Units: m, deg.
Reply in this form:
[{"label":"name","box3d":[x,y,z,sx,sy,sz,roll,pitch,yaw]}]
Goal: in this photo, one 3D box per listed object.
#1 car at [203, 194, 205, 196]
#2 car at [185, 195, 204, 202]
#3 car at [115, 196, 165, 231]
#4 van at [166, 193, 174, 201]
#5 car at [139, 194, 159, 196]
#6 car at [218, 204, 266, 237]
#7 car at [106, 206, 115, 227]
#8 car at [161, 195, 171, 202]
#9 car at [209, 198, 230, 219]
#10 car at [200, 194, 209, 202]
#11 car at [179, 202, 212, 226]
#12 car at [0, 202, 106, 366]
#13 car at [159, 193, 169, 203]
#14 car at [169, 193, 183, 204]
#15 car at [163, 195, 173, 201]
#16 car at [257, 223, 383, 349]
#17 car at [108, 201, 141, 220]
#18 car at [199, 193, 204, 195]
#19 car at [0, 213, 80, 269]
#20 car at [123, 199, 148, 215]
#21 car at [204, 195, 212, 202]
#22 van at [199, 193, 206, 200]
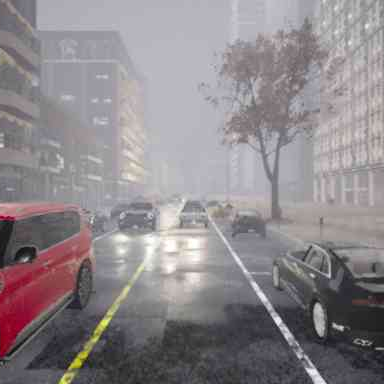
[{"label":"car","box3d":[2.720,1.483,50.752,2.008,1.369,4.403,1,0,0]},{"label":"car","box3d":[0.113,1.423,39.995,1.882,1.535,5.008,0,0,0]},{"label":"car","box3d":[-3.092,1.321,20.438,2.097,1.767,4.553,0,0,0]},{"label":"van","box3d":[-5.646,1.238,84.175,1.690,1.788,3.998,1,0,0]},{"label":"car","box3d":[-5.661,1.260,39.618,2.192,1.841,5.009,1,0,0]},{"label":"car","box3d":[2.707,1.525,17.335,2.008,1.369,4.403,1,0,0]},{"label":"car","box3d":[-5.673,1.525,17.340,2.008,1.369,4.403,1,0,0]},{"label":"car","box3d":[-5.653,1.473,73.036,1.947,1.339,4.313,1,0,0]},{"label":"car","box3d":[2.712,1.485,28.645,1.752,1.417,4.829,1,0,0]},{"label":"car","box3d":[2.729,1.348,73.032,1.967,1.590,4.097,1,0,0]},{"label":"car","box3d":[0.111,1.568,22.915,1.895,1.301,4.718,0,0,0]},{"label":"car","box3d":[-3.096,1.215,4.828,2.150,2.045,5.566,0,0,0]},{"label":"car","box3d":[-5.655,1.241,56.326,2.192,1.841,5.009,1,0,0]},{"label":"car","box3d":[-2.977,1.246,62.911,2.150,2.045,5.566,0,0,0]},{"label":"car","box3d":[-5.651,1.453,78.605,2.008,1.369,4.403,1,0,0]},{"label":"car","box3d":[2.704,1.541,6.196,2.008,1.369,4.403,1,0,0]},{"label":"car","box3d":[-5.669,1.525,28.479,1.947,1.339,4.313,1,0,0]},{"label":"car","box3d":[2.725,1.360,61.892,1.967,1.590,4.097,1,0,0]},{"label":"car","box3d":[-5.675,1.548,11.770,1.947,1.339,4.313,1,0,0]},{"label":"car","box3d":[-5.666,1.478,33.878,1.752,1.417,4.829,1,0,0]},{"label":"car","box3d":[2.717,1.490,45.184,2.008,1.369,4.403,1,0,0]},{"label":"van","box3d":[2.737,1.232,89.741,1.690,1.788,3.998,1,0,0]}]
